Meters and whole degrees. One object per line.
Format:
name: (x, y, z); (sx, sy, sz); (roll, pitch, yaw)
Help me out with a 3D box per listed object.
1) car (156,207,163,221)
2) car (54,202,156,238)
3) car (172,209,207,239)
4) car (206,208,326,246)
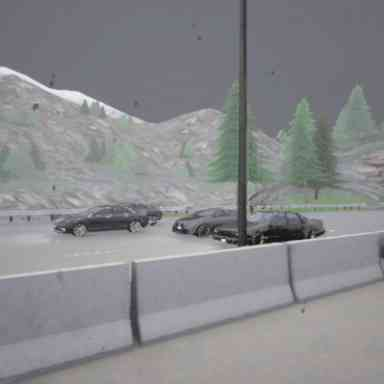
car: (-4.304, 1.452, 21.961); (4.892, 1.490, 1.837); (0, 0, -32)
car: (-4.657, 1.458, 17.582); (4.892, 1.490, 1.837); (0, 0, -33)
car: (1.101, 1.537, 17.093); (4.181, 1.385, 1.994); (0, 0, -31)
car: (3.518, 1.532, 14.531); (5.357, 1.411, 2.033); (0, 0, -31)
